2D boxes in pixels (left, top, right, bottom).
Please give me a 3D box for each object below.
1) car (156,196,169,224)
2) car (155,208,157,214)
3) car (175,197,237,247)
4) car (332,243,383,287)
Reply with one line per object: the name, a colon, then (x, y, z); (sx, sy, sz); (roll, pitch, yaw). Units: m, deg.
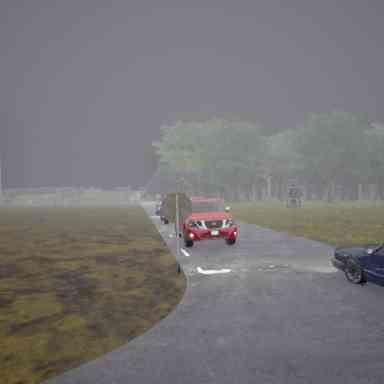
car: (-1.303, 1.330, 26.300); (2.150, 2.045, 5.566); (-2, 0, -10)
car: (-2.986, 1.694, 36.109); (1.812, 1.442, 4.674); (-2, 0, -9)
car: (0.448, 1.298, 16.086); (2.150, 2.045, 5.566); (-2, 0, -10)
car: (5.109, 1.528, 6.675); (2.033, 1.411, 5.357); (-2, 0, -10)
